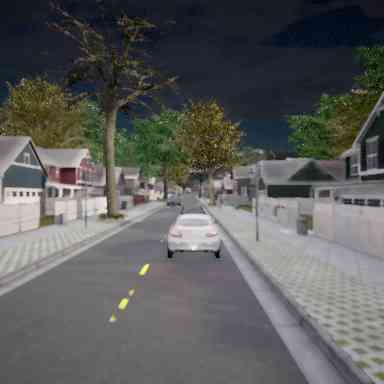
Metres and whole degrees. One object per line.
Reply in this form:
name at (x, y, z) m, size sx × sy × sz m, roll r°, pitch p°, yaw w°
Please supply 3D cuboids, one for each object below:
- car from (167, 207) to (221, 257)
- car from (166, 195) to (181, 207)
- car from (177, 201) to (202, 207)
car at (0.069, 1.522, 12.800) m, size 1.812 × 1.442 × 4.674 m, roll 0°, pitch 0°, yaw 0°
car at (-2.826, 1.353, 52.272) m, size 2.097 × 1.767 × 4.553 m, roll 0°, pitch 0°, yaw 0°
car at (0.045, 1.595, 26.291) m, size 1.895 × 1.301 × 4.718 m, roll 0°, pitch 0°, yaw 1°
